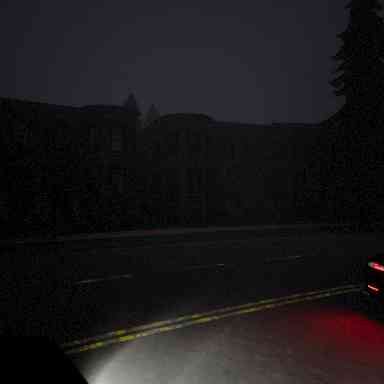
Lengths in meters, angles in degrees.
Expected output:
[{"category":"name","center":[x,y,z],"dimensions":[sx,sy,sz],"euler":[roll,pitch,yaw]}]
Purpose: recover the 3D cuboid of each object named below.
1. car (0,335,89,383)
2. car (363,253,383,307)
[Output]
[{"category":"car","center":[-3.091,1.547,1.378],"dimensions":[5.357,1.411,2.033],"euler":[0,0,-37]},{"category":"car","center":[5.450,1.492,6.209],"dimensions":[4.902,1.511,2.128],"euler":[0,0,-24]}]
